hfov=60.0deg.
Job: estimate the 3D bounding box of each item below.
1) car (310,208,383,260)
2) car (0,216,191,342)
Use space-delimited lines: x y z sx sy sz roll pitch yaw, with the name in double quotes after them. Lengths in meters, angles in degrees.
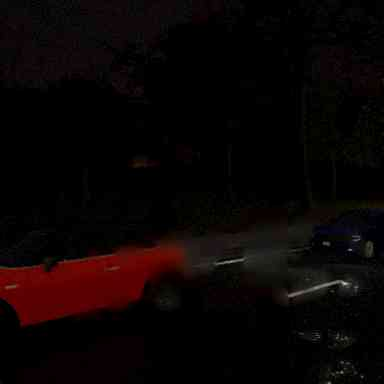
6.357 1.366 12.142 5.008 1.535 1.882 -1 0 -35 "car"
-2.325 1.338 6.008 4.553 1.767 2.097 -1 0 -35 "car"
